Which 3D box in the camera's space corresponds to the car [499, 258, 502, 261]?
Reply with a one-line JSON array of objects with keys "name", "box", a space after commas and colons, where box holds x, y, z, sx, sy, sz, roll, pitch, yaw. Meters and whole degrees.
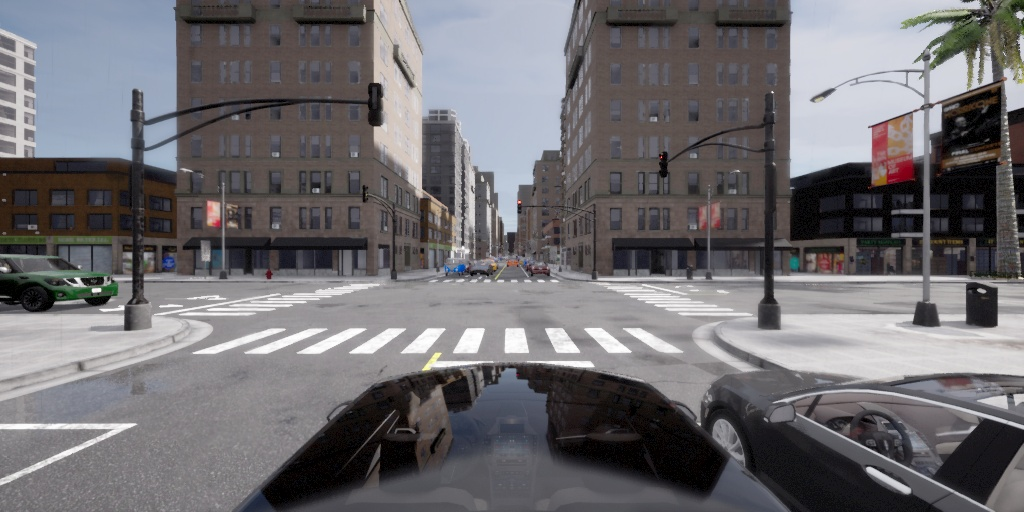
[{"name": "car", "box": [-2.969, 1.354, 56.241, 1.895, 1.301, 4.718, 0, 0, 0]}]

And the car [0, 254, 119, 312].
[{"name": "car", "box": [-18.522, 0.949, 13.578, 5.566, 2.045, 2.150, 0, 0, 0]}]

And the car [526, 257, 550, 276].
[{"name": "car", "box": [2.743, 1.192, 36.413, 1.967, 1.591, 4.097, 0, 0, 0]}]

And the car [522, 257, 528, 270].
[{"name": "car", "box": [2.771, 1.193, 47.751, 1.967, 1.591, 4.097, 0, 0, 0]}]

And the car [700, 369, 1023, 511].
[{"name": "car", "box": [2.668, 1.300, 1.763, 2.007, 1.370, 4.403, 0, 0, 0]}]

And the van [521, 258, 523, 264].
[{"name": "van", "box": [2.798, 1.094, 59.090, 1.690, 1.789, 3.998, 0, 0, 0]}]

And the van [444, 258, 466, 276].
[{"name": "van", "box": [-5.783, 1.093, 36.431, 1.690, 1.789, 3.998, 0, 0, 0]}]

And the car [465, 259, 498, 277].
[{"name": "car", "box": [-2.997, 1.300, 36.621, 2.033, 1.411, 5.357, 0, 0, 4]}]

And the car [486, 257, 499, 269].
[{"name": "car", "box": [-3.001, 1.231, 46.323, 1.882, 1.535, 5.008, 0, 0, 0]}]
